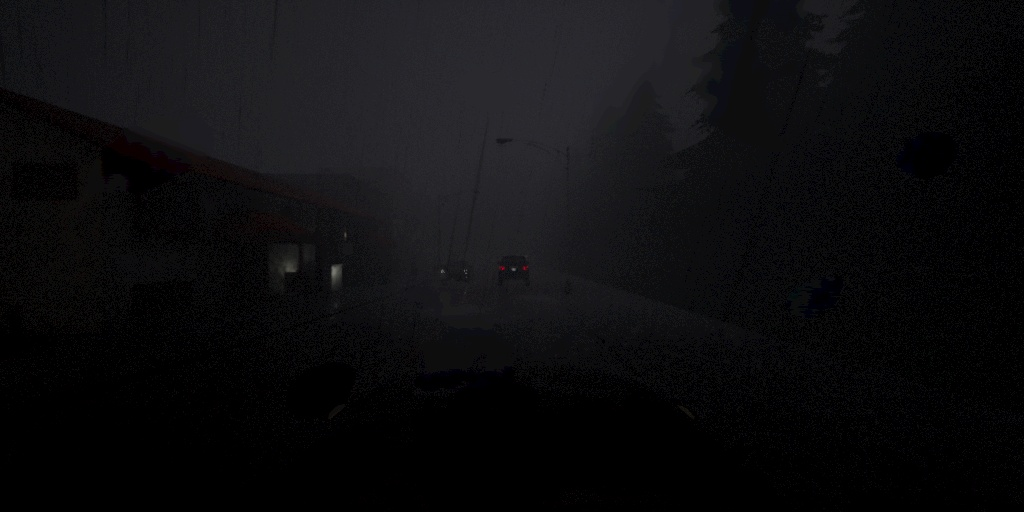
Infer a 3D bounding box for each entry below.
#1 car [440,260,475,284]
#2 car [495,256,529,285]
[{"bbox_3d":[-4.077,1.110,27.426,2.097,1.767,4.553,0,0,0],"label":"car"},{"bbox_3d":[0.121,0.981,26.646,2.150,2.045,5.566,0,0,0],"label":"car"}]
